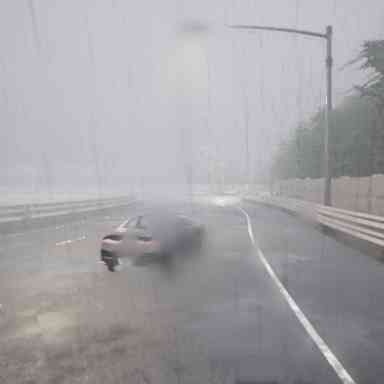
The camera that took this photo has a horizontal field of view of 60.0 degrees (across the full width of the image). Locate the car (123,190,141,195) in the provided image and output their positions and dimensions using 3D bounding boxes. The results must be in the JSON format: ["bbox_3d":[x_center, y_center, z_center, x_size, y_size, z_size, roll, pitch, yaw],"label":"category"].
[{"bbox_3d":[-16.117,0.341,88.789,1.994,1.385,4.181,0,1,-31],"label":"car"}]

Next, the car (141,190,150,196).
[{"bbox_3d":[-12.993,0.304,90.365,2.128,1.511,4.902,0,1,-31],"label":"car"}]

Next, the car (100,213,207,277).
[{"bbox_3d":[-0.858,1.359,9.896,2.128,1.511,4.902,1,1,16],"label":"car"}]
